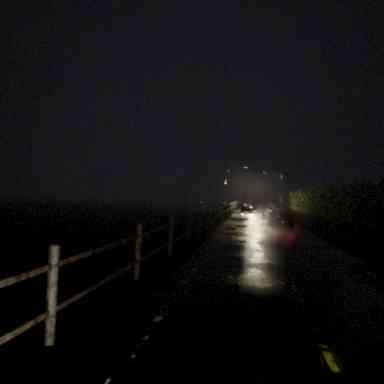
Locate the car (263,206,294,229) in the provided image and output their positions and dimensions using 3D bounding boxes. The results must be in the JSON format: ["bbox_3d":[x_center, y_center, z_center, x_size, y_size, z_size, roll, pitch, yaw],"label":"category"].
[{"bbox_3d":[7.330,2.130,27.665,2.128,1.511,4.902,3,-1,10],"label":"car"}]

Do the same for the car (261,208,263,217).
[{"bbox_3d":[9.475,2.398,40.380,1.812,1.442,4.674,3,0,10],"label":"car"}]

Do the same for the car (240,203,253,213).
[{"bbox_3d":[8.557,2.498,51.988,2.033,1.411,5.357,3,-1,10],"label":"car"}]
